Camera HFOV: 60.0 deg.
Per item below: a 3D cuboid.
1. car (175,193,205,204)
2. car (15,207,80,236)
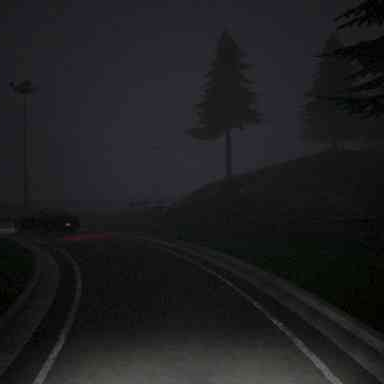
[{"bbox_3d":[-0.707,1.215,64.511,5.566,2.045,2.150,-1,0,-43],"label":"car"},{"bbox_3d":[-8.629,1.650,19.644,5.008,1.535,1.882,-1,-1,40],"label":"car"}]
